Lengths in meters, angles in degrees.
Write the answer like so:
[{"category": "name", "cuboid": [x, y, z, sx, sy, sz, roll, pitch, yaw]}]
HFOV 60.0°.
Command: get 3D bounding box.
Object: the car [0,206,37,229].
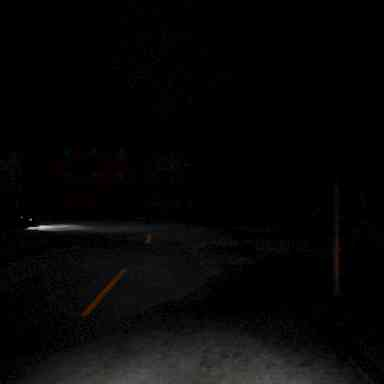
[{"category": "car", "cuboid": [-12.486, 1.616, 21.816, 4.181, 1.385, 1.994, 0, 0, 4]}]
